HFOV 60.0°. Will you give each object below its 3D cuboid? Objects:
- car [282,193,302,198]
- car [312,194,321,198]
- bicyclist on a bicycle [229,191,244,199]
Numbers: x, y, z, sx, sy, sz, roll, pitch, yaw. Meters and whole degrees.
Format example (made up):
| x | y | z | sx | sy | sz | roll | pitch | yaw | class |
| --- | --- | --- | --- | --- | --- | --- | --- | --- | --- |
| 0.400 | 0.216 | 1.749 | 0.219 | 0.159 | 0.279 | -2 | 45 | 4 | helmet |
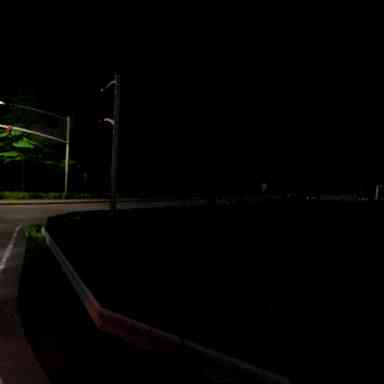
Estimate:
| x | y | z | sx | sy | sz | roll | pitch | yaw | class |
| --- | --- | --- | --- | --- | --- | --- | --- | --- | --- |
| 15.680 | 0.695 | 52.119 | 2.128 | 1.511 | 4.902 | 5 | 3 | 37 | car |
| 21.928 | 0.681 | 60.347 | 1.837 | 1.490 | 4.892 | 5 | 3 | 37 | car |
| 4.408 | 0.687 | 31.868 | 1.656 | 1.620 | 0.582 | 41 | 22 | 28 | bicyclist on a bicycle |
